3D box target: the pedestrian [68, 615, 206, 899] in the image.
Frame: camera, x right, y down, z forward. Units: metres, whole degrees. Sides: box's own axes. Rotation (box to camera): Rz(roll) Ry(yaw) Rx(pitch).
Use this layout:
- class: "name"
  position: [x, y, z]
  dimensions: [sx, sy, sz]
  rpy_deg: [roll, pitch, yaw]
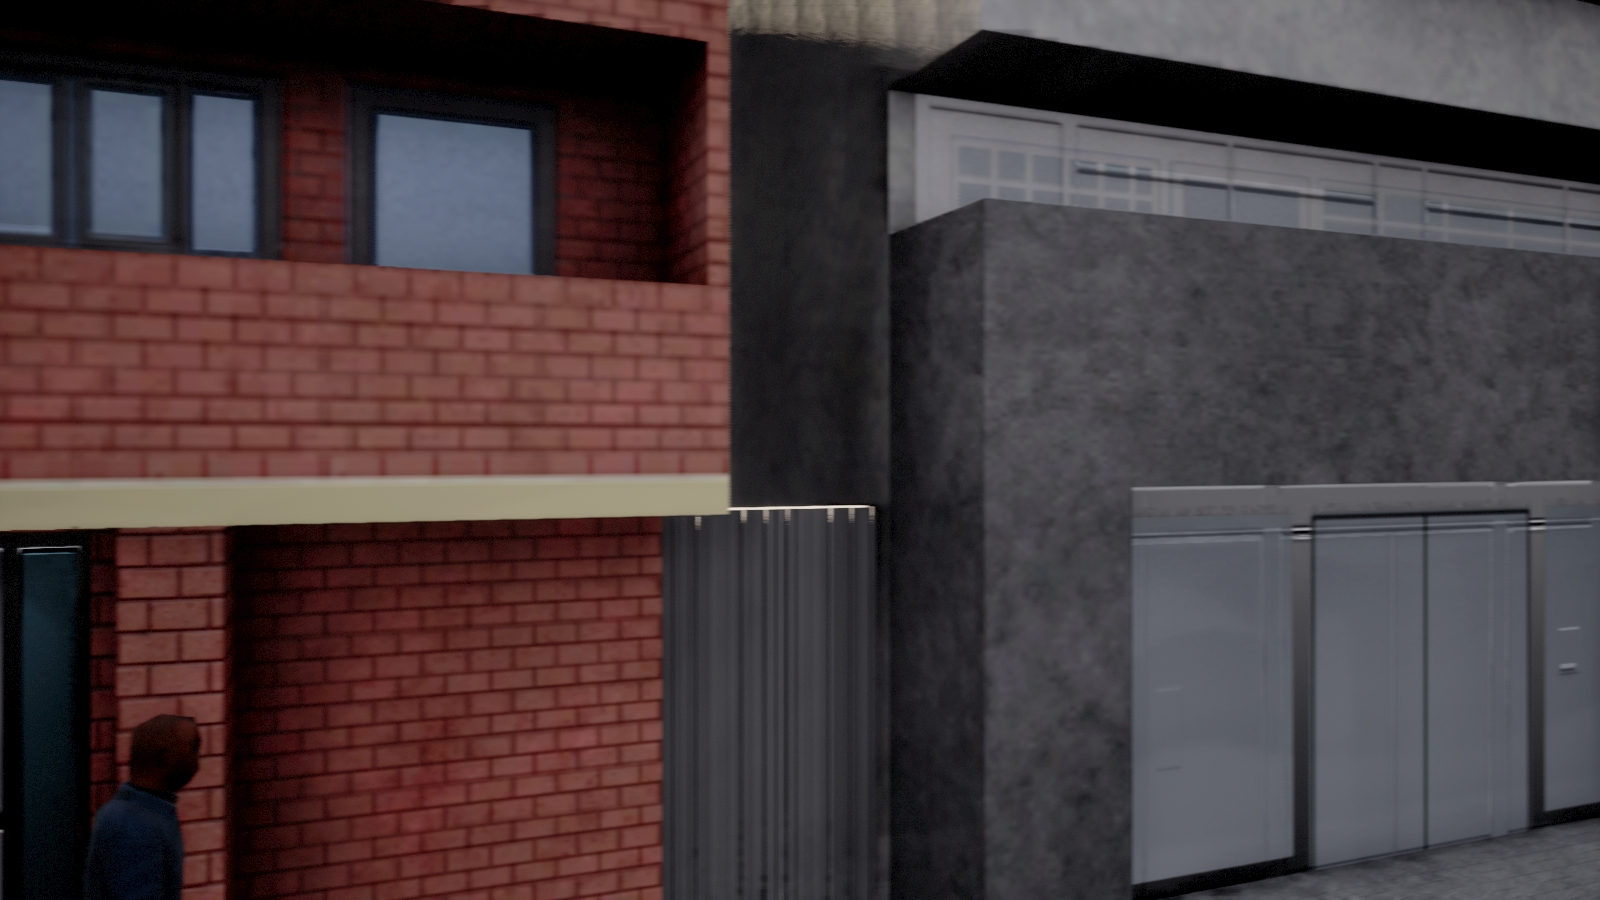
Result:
- class: "pedestrian"
  position: [-2.252, 1.527, 3.878]
  dimensions: [0.375, 1.860, 0.375]
  rpy_deg: [0, 0, -35]
